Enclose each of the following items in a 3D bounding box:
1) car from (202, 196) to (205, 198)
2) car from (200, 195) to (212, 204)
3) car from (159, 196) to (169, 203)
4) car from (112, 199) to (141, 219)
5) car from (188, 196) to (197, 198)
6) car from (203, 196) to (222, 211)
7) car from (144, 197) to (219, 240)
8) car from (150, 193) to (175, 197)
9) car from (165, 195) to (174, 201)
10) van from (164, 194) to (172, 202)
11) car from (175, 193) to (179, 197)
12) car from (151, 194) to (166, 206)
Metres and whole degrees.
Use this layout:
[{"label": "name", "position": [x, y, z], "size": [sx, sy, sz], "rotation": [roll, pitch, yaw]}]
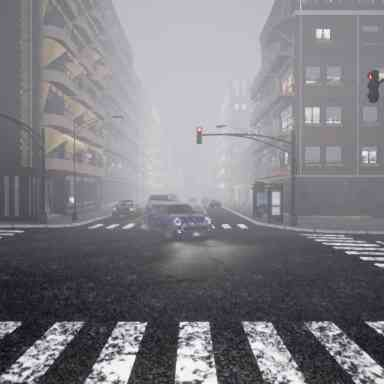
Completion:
[{"label": "car", "position": [2.651, 1.542, 46.078], "size": [1.887, 1.381, 4.507], "rotation": [0, 0, 0]}, {"label": "car", "position": [2.637, 1.437, 62.995], "size": [1.967, 1.590, 4.097], "rotation": [0, 0, 0]}, {"label": "car", "position": [-5.748, 1.522, 68.462], "size": [1.752, 1.417, 4.829], "rotation": [0, 0, 0]}, {"label": "car", "position": [-5.717, 1.438, 29.161], "size": [1.967, 1.590, 4.097], "rotation": [0, 0, 0]}, {"label": "car", "position": [0.043, 1.561, 69.663], "size": [1.994, 1.385, 4.181], "rotation": [0, 0, 0]}, {"label": "car", "position": [2.655, 1.548, 40.440], "size": [2.008, 1.369, 4.403], "rotation": [0, 0, 0]}, {"label": "car", "position": [-0.802, 1.349, 17.281], "size": [2.097, 1.767, 4.553], "rotation": [0, 0, -27]}, {"label": "car", "position": [-3.126, 1.219, 31.593], "size": [2.150, 2.045, 5.566], "rotation": [0, 0, 0]}, {"label": "car", "position": [-5.761, 1.546, 85.548], "size": [2.008, 1.369, 4.403], "rotation": [0, 0, 0]}, {"label": "van", "position": [-5.757, 1.337, 79.910], "size": [1.690, 1.788, 3.998], "rotation": [0, 0, 0]}, {"label": "car", "position": [-3.130, 1.220, 50.586], "size": [2.150, 2.045, 5.566], "rotation": [0, 0, 0]}, {"label": "car", "position": [-5.740, 1.312, 57.354], "size": [2.192, 1.841, 5.009], "rotation": [0, 0, 0]}]
